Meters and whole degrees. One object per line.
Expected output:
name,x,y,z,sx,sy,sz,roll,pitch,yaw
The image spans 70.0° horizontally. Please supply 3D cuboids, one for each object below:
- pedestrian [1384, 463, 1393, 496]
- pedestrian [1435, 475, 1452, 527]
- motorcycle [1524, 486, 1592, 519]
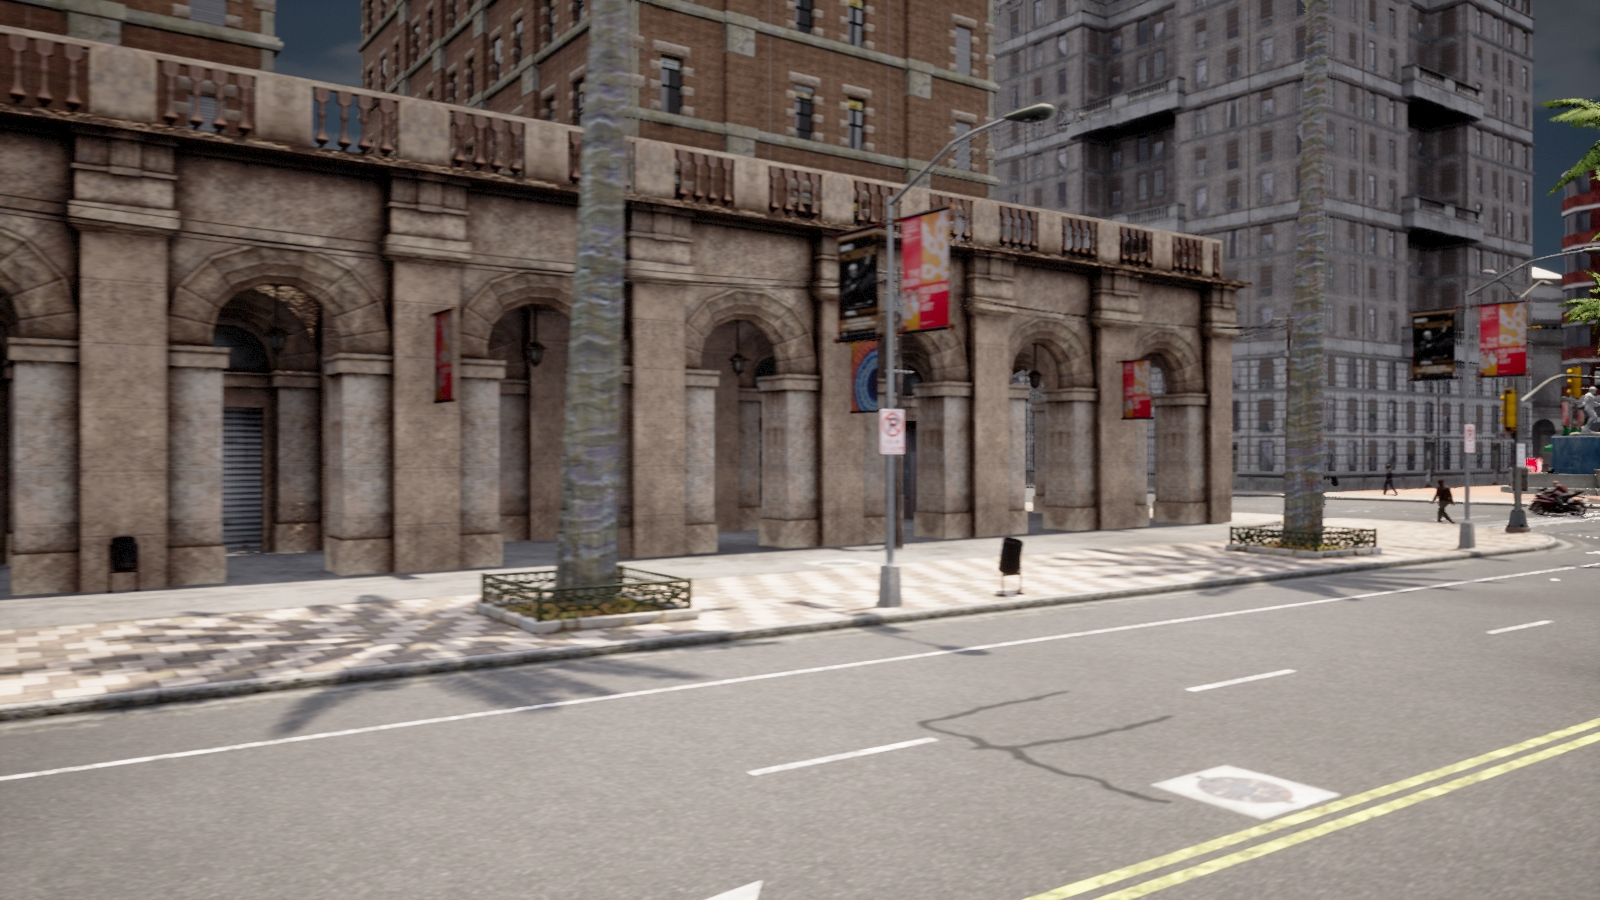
pedestrian,33.987,1.690,65.960,0.375,1.860,0.375,0,0,-40
pedestrian,23.327,1.843,41.395,0.375,1.860,0.375,0,0,-11
motorcycle,31.902,2.201,48.110,0.867,1.251,2.209,-1,0,-31
